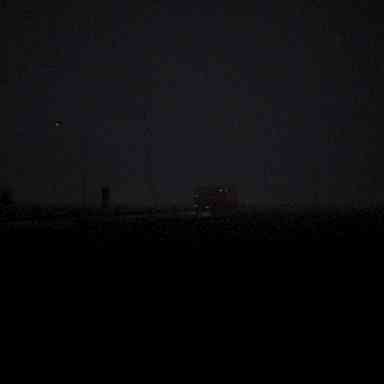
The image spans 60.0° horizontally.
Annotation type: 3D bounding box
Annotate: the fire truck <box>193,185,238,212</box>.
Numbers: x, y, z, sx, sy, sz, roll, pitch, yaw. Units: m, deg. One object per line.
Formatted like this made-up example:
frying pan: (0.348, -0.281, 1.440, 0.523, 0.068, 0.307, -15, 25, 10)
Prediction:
fire truck: (3.705, 0.995, 49.699, 2.891, 3.827, 8.468, 1, 0, 35)
